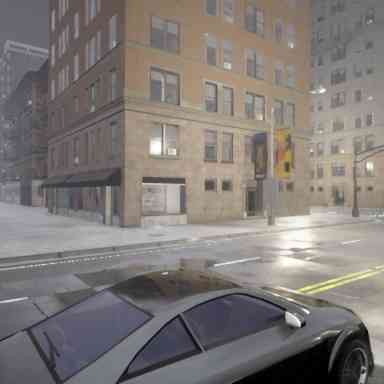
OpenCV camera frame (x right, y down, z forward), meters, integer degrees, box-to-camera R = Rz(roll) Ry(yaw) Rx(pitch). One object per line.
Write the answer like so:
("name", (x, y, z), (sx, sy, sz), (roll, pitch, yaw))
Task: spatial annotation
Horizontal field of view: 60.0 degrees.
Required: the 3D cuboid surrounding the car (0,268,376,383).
("car", (0.122, 1.564, 3.546), (4.181, 1.385, 1.994), (0, 0, -36))
